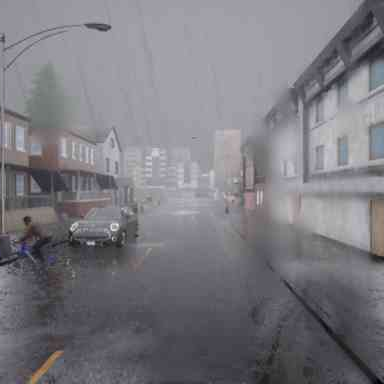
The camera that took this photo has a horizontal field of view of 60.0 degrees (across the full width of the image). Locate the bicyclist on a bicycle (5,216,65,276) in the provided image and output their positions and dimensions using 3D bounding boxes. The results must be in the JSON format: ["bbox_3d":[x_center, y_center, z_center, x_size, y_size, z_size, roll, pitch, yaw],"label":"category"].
[{"bbox_3d":[-4.195,1.455,8.855,1.656,1.620,0.582,-2,0,2],"label":"bicyclist on a bicycle"}]

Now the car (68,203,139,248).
[{"bbox_3d":[-3.724,1.352,14.750,2.097,1.767,4.553,0,0,2],"label":"car"}]
